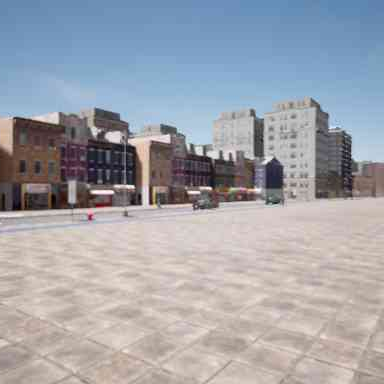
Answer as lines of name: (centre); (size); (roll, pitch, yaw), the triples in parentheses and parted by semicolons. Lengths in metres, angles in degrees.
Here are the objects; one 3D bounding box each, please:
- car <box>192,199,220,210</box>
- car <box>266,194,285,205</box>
car: (1.871, 1.624, 43.269); (1.812, 1.442, 4.674); (1, 0, 36)
car: (15.720, 1.388, 62.550); (2.150, 2.045, 5.566); (1, 0, 35)
